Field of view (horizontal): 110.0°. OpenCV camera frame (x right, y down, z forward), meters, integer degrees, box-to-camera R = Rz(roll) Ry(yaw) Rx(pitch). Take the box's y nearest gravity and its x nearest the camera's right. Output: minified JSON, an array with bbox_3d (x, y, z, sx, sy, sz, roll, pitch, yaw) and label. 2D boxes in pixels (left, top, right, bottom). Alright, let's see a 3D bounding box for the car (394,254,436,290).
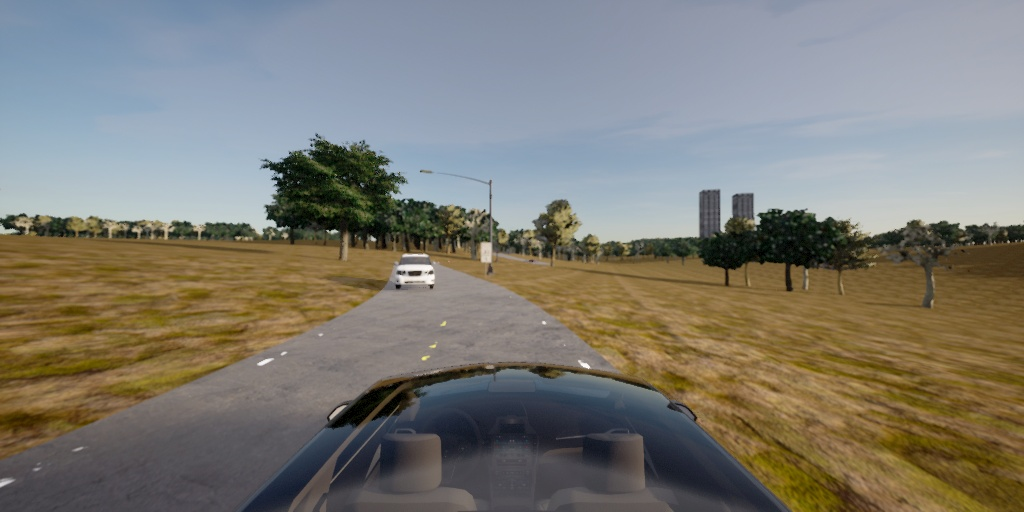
[{"bbox_3d":[-5.960,0.881,22.134,2.150,2.045,5.566,0,1,-15],"label":"car"}]
